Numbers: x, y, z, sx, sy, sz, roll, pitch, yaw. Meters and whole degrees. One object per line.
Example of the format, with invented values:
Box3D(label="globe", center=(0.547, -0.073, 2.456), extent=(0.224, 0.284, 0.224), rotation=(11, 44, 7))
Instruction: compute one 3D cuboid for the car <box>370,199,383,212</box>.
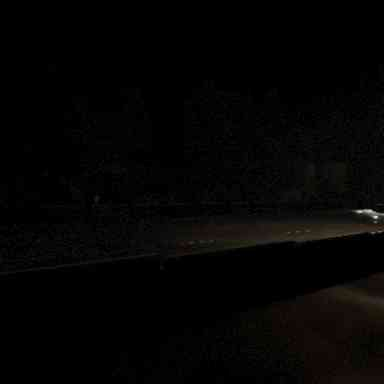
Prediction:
Box3D(label="car", center=(23.064, 1.528, 38.355), extent=(5.008, 1.535, 1.882), rotation=(0, 1, -36))

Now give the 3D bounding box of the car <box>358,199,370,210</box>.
Box3D(label="car", center=(23.090, 1.582, 42.701), extent=(4.181, 1.385, 1.994), rotation=(0, 0, -36))
